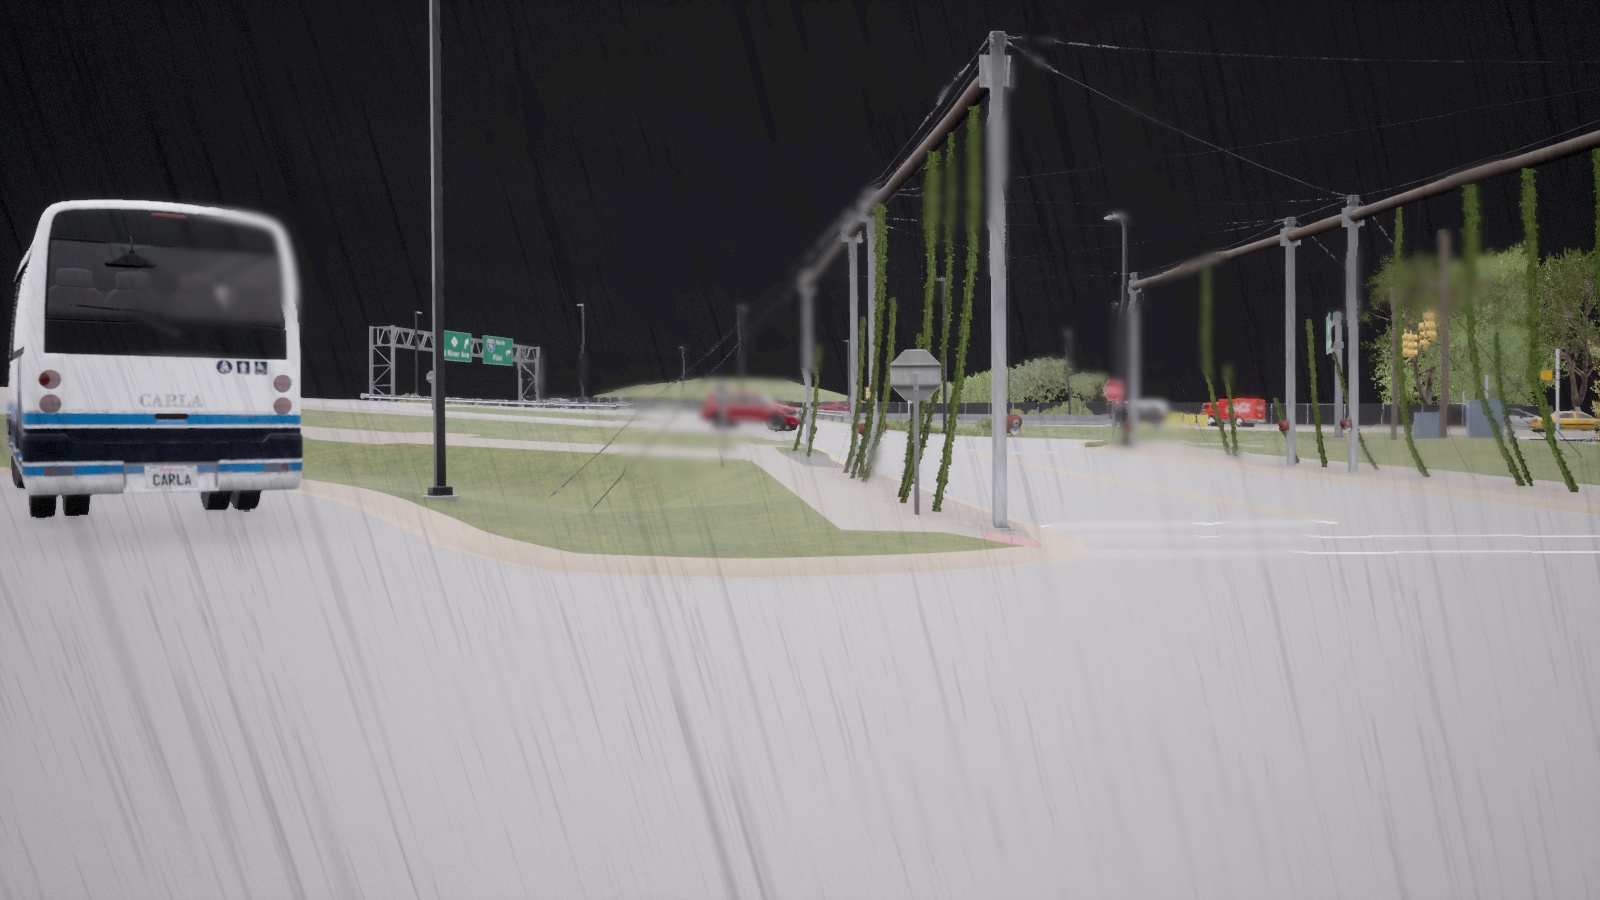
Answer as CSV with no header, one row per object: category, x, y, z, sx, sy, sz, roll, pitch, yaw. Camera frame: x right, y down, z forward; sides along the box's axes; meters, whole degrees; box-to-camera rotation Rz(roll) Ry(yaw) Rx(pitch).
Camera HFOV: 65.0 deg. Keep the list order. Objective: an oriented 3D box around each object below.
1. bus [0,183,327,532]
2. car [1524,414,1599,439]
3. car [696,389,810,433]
bus,-11.038,-1.376,20.613,3.944,4.253,10.273,0,3,-33
car,50.958,-1.518,82.720,5.366,1.575,1.801,2,1,20
car,-2.513,-2.061,66.698,5.566,2.045,2.150,3,2,19
